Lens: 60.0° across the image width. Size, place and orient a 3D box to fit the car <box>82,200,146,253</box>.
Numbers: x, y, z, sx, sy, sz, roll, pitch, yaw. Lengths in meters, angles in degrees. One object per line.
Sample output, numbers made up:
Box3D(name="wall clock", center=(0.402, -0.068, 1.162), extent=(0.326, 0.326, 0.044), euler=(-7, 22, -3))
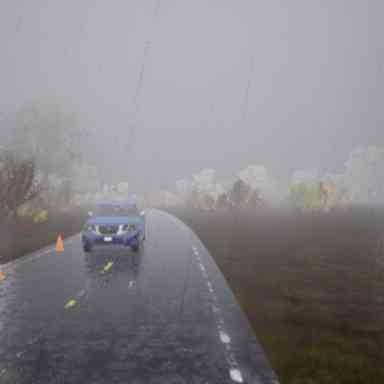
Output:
Box3D(name="car", center=(-3.275, 1.410, 15.003), extent=(2.150, 2.045, 5.566), euler=(0, -1, -4))

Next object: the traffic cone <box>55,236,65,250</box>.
Box3D(name="traffic cone", center=(-5.583, 2.131, 14.022), extent=(0.340, 0.580, 0.340), euler=(0, -1, -4))

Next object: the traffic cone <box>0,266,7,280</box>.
Box3D(name="traffic cone", center=(-5.315, 2.071, 9.085), extent=(0.340, 0.580, 0.340), euler=(0, -1, -3))
